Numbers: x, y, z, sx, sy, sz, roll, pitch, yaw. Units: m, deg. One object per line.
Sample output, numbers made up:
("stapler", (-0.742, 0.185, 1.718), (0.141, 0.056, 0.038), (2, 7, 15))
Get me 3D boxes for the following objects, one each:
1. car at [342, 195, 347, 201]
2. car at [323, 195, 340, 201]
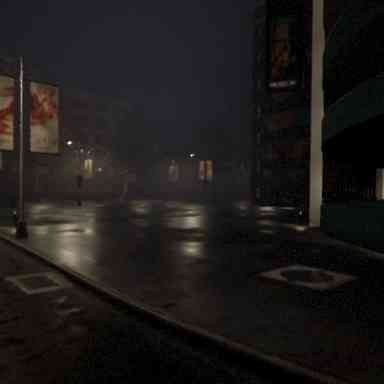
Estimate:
("car", (22.224, 1.201, 51.032), (4.786, 1.482, 2.161), (0, 1, -41))
("car", (15.647, 1.134, 39.963), (4.674, 1.452, 2.002), (0, 1, -41))
